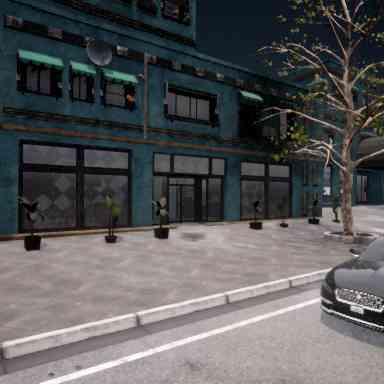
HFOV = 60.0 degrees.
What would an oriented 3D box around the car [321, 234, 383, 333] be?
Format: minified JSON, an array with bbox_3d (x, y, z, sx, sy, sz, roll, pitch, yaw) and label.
[{"bbox_3d":[4.470,1.517,6.411,4.892,1.490,1.837,0,0,-35],"label":"car"}]
